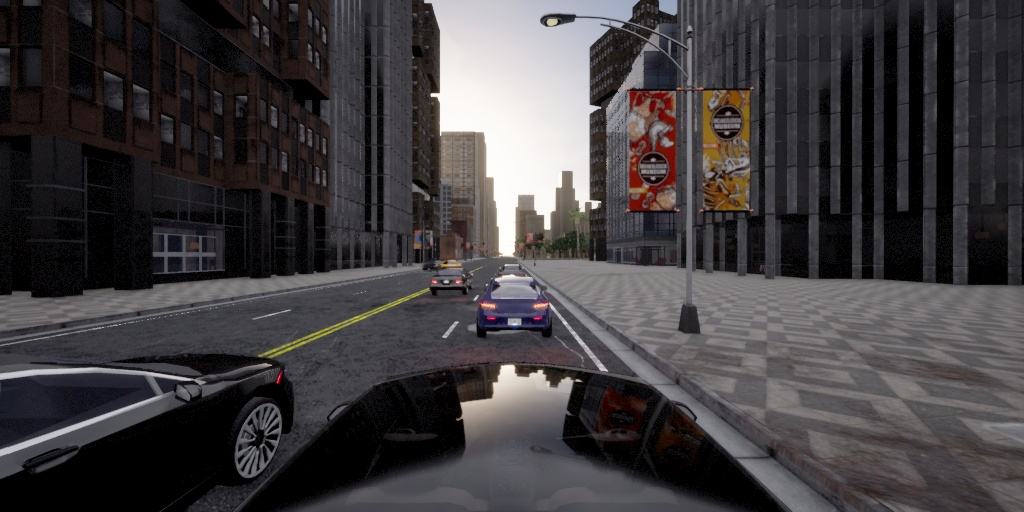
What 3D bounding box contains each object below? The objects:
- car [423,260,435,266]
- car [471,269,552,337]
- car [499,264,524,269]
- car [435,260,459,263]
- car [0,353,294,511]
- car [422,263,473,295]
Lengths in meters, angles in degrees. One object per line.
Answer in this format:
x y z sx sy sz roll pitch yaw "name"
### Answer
-10.060 1.257 46.039 2.033 1.411 5.357 0 0 0 "car"
0.048 1.274 10.151 1.812 1.442 4.674 0 0 0 "car"
-0.024 1.305 26.840 1.994 1.385 4.181 0 0 0 "car"
-6.785 1.203 39.570 1.882 1.535 5.008 0 0 0 "car"
-3.149 1.242 1.731 2.128 1.511 4.902 0 0 0 "car"
-3.230 1.292 19.769 2.033 1.411 5.357 0 0 -2 "car"
